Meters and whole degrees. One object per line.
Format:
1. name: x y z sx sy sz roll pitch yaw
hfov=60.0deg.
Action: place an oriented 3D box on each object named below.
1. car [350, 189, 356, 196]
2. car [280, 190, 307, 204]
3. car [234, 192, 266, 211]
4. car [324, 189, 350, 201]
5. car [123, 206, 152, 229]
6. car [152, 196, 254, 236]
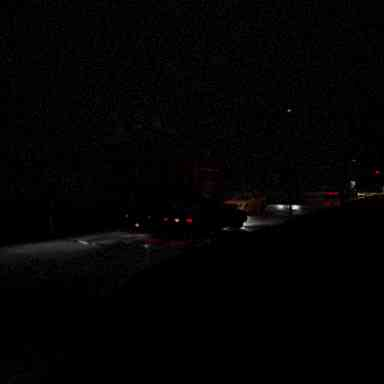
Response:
1. car: 23.452 0.158 49.929 1.994 1.385 4.181 0 1 34
2. car: 11.166 0.524 36.531 1.837 1.490 4.892 0 2 34
3. car: 4.133 0.813 25.950 1.882 1.535 5.008 0 1 34
4. car: 17.795 0.318 41.305 2.128 1.511 4.902 0 1 34
5. car: -1.403 1.195 17.602 1.895 1.301 4.718 0 1 34
6. car: 0.764 1.141 15.714 2.033 1.411 5.357 0 1 34
